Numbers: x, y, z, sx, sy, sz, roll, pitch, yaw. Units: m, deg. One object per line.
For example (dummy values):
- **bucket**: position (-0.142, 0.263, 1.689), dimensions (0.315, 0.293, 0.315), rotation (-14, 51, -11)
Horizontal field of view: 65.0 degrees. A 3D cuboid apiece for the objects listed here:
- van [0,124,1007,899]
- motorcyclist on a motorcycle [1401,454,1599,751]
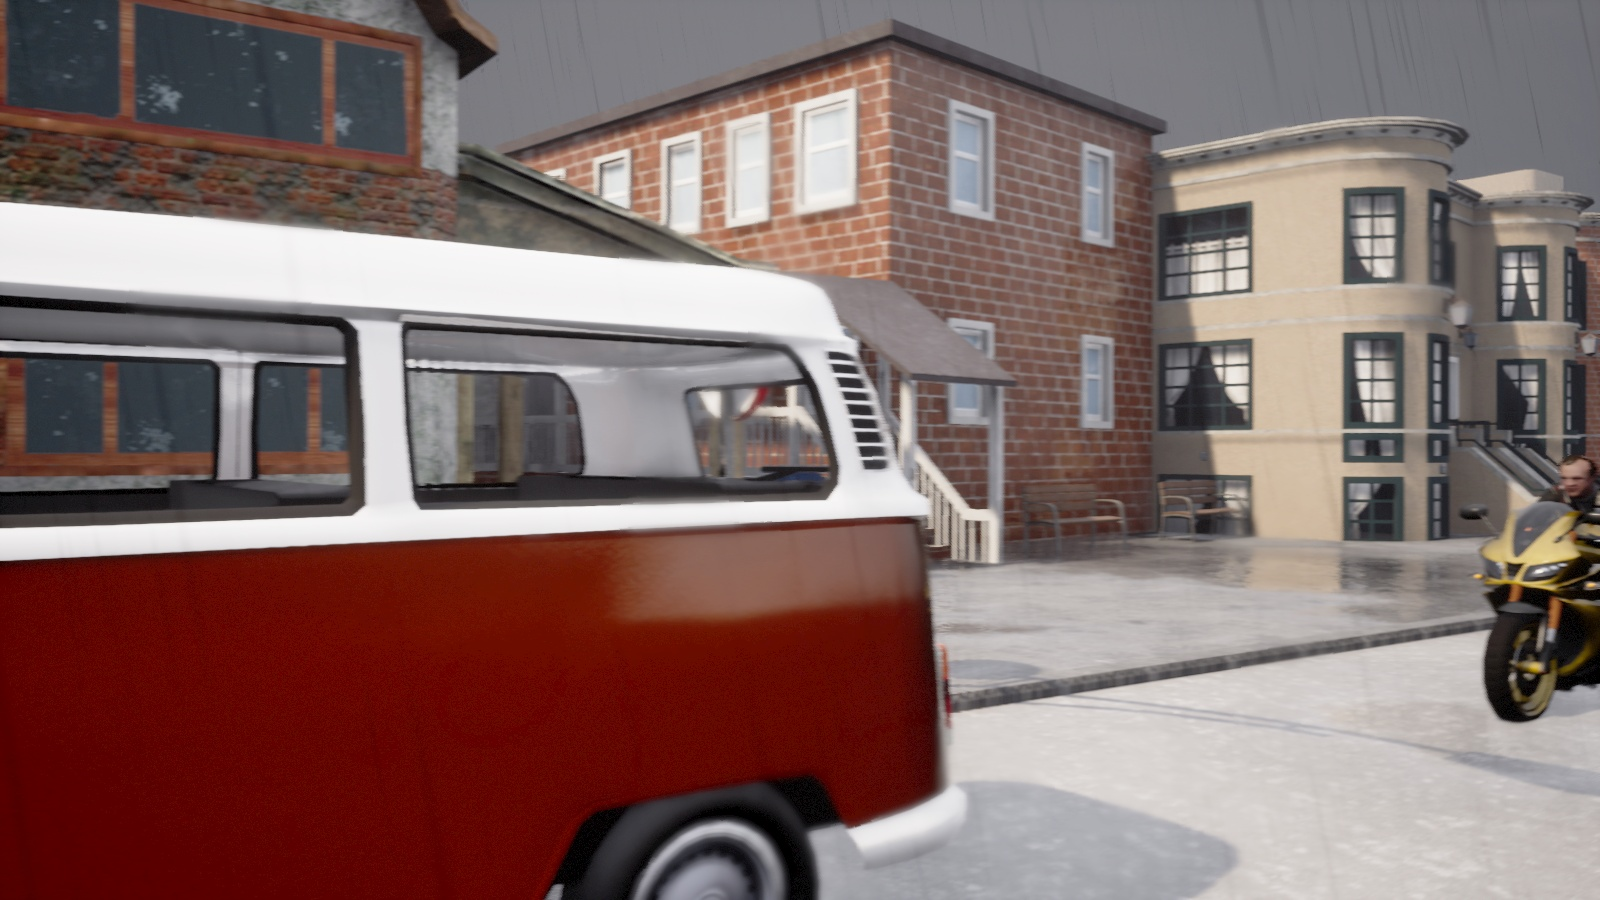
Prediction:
- **van**: position (-1.870, 0.480, 2.968), dimensions (4.480, 2.038, 2.069), rotation (0, 0, -35)
- **motorcyclist on a motorcycle**: position (4.592, 0.790, 7.464), dimensions (2.191, 1.530, 0.866), rotation (0, 0, -35)
